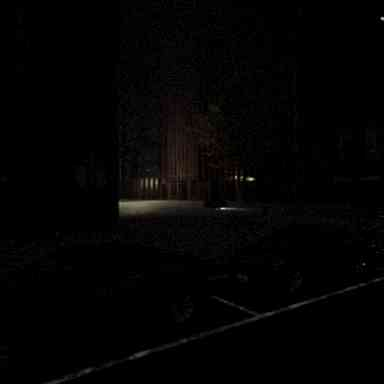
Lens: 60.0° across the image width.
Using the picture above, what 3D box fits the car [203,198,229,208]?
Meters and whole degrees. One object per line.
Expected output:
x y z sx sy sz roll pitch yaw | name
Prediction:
3.458 1.648 48.775 1.994 1.385 4.181 0 0 -35 | car

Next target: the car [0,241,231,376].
-1.675 1.564 5.458 4.313 1.339 1.947 0 0 -36 | car

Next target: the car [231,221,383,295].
2.913 1.560 8.731 4.313 1.339 1.947 0 0 -36 | car

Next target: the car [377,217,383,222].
7.502 1.541 12.005 4.403 1.369 2.008 0 0 -35 | car
